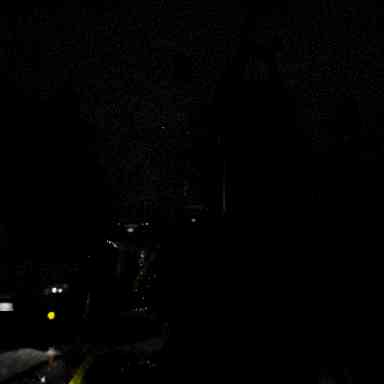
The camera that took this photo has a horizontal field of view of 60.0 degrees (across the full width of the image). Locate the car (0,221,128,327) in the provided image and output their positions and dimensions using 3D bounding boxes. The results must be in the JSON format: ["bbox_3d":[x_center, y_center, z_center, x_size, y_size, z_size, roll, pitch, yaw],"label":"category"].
[{"bbox_3d":[-2.838,1.566,7.054,1.994,1.385,4.181,0,0,1],"label":"car"}]

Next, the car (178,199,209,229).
[{"bbox_3d":[0.088,1.486,21.844,1.882,1.535,5.008,0,0,0],"label":"car"}]

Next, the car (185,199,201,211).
[{"bbox_3d":[0.077,1.643,43.069,1.994,1.385,4.181,0,0,0],"label":"car"}]

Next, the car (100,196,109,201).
[{"bbox_3d":[-24.220,1.701,88.848,4.206,1.307,1.802,0,1,0],"label":"car"}]

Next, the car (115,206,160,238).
[{"bbox_3d":[-2.820,1.497,17.746,2.128,1.511,4.902,0,0,0],"label":"car"}]

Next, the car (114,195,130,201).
[{"bbox_3d":[-18.679,1.592,88.882,4.097,1.590,1.967,0,1,0],"label":"car"}]

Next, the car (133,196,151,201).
[{"bbox_3d":[-13.309,1.710,88.917,4.829,1.417,1.752,0,1,0],"label":"car"}]
